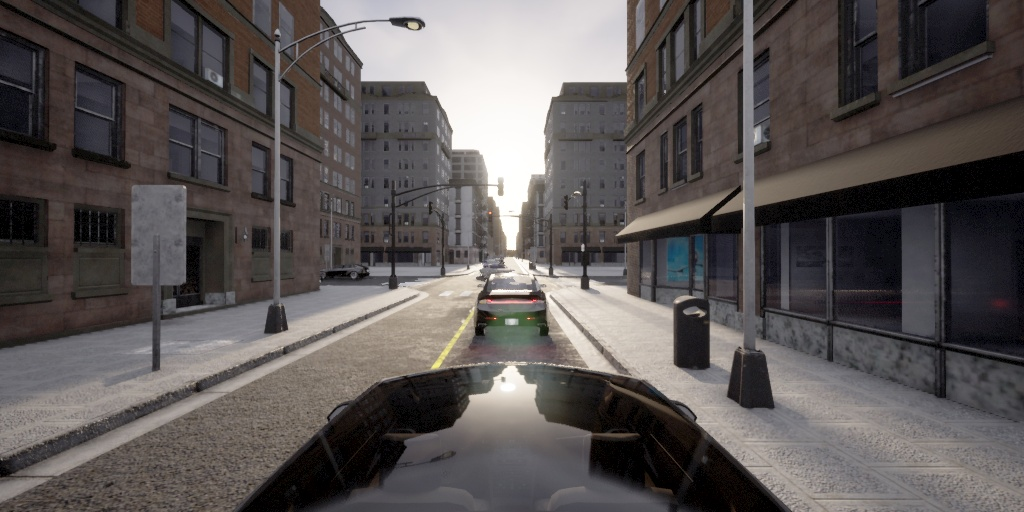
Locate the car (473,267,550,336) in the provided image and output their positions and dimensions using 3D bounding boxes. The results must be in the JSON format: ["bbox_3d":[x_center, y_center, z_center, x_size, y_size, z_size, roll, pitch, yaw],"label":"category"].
[{"bbox_3d":[-0.002,1.241,10.349,2.128,1.511,4.902,0,0,0],"label":"car"}]

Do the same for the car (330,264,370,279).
[{"bbox_3d":[-14.772,1.330,31.517,4.313,1.339,1.948,0,0,0],"label":"car"}]

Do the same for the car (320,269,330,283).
[{"bbox_3d":[-14.775,1.289,23.491,4.313,1.339,1.948,0,0,0],"label":"car"}]

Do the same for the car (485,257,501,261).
[{"bbox_3d":[-2.857,1.197,46.751,1.882,1.535,5.008,0,0,0],"label":"car"}]

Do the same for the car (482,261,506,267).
[{"bbox_3d":[-1.363,1.339,31.392,1.895,1.301,4.718,0,0,-21],"label":"car"}]

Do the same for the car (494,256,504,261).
[{"bbox_3d":[-2.836,1.204,61.477,1.837,1.490,4.892,0,0,0],"label":"car"}]
